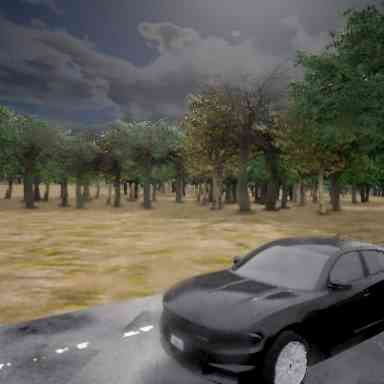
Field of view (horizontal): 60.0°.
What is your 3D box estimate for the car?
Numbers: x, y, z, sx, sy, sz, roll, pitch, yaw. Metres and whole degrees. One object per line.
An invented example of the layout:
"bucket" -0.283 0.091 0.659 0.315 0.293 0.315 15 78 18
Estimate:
"car" 1.865 1.501 5.322 5.008 1.535 1.882 1 0 -36
